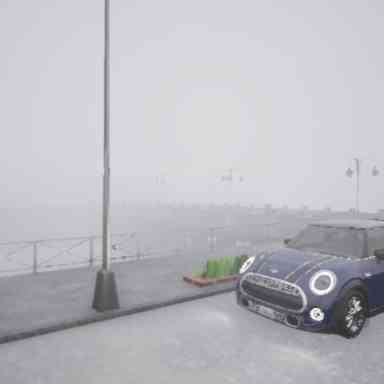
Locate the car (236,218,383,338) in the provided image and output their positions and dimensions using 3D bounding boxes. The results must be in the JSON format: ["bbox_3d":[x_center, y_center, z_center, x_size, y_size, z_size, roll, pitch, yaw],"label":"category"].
[{"bbox_3d":[3.054,1.385,6.786,4.553,1.767,2.097,0,0,-36],"label":"car"}]
